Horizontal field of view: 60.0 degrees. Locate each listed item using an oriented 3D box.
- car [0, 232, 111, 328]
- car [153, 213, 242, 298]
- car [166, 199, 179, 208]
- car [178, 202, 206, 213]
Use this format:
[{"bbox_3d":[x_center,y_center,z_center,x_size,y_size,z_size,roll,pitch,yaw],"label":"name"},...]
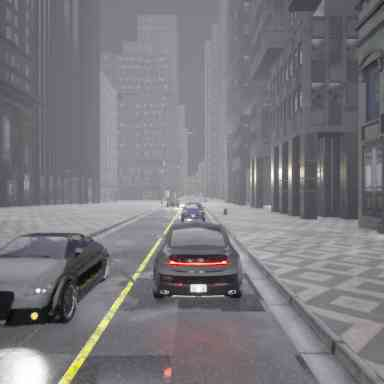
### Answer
[{"bbox_3d":[-3.100,1.566,7.020,1.994,1.385,4.181,0,0,0],"label":"car"},{"bbox_3d":[0.105,1.508,8.483,1.837,1.490,4.892,0,0,0],"label":"car"},{"bbox_3d":[-3.001,1.798,53.419,1.994,1.385,4.181,0,-1,0],"label":"car"},{"bbox_3d":[0.100,1.556,26.329,1.812,1.442,4.674,0,0,0],"label":"car"}]
